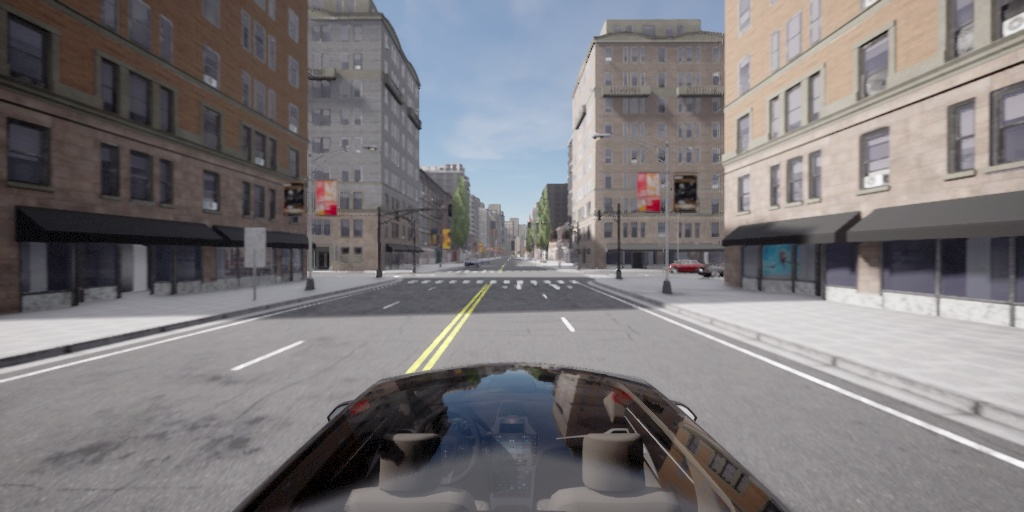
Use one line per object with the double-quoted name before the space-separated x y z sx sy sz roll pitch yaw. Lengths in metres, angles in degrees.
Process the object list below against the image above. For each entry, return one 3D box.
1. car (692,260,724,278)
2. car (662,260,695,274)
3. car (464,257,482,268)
"car" 18.870 1.307 31.849 4.313 1.339 1.948 0 0 0
"car" 18.910 1.141 39.874 4.097 1.591 1.967 0 0 0
"car" -6.510 1.026 58.607 2.097 1.767 4.553 0 0 0
